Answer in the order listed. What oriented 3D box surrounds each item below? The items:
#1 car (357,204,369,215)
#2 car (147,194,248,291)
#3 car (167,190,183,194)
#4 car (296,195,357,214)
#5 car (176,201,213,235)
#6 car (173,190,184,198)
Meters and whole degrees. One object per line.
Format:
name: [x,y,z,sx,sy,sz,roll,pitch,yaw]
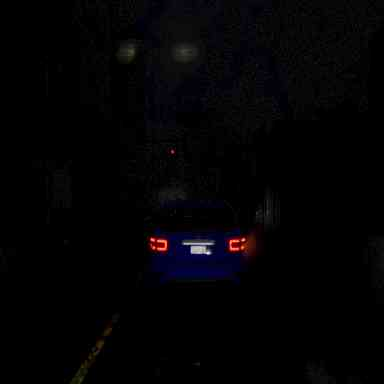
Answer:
car: [18.218,1.525,32.402,4.206,1.307,1.802,1,0,0]
car: [0.111,1.195,9.099,2.150,2.045,5.566,0,0,0]
car: [-2.712,0.831,45.161,2.128,1.511,4.902,0,2,-1]
car: [12.820,1.182,32.409,5.009,1.841,2.192,1,0,0]
car: [0.118,1.389,19.125,1.837,1.490,4.892,0,1,-1]
car: [-2.579,0.349,64.872,1.895,1.301,4.718,0,2,1]
